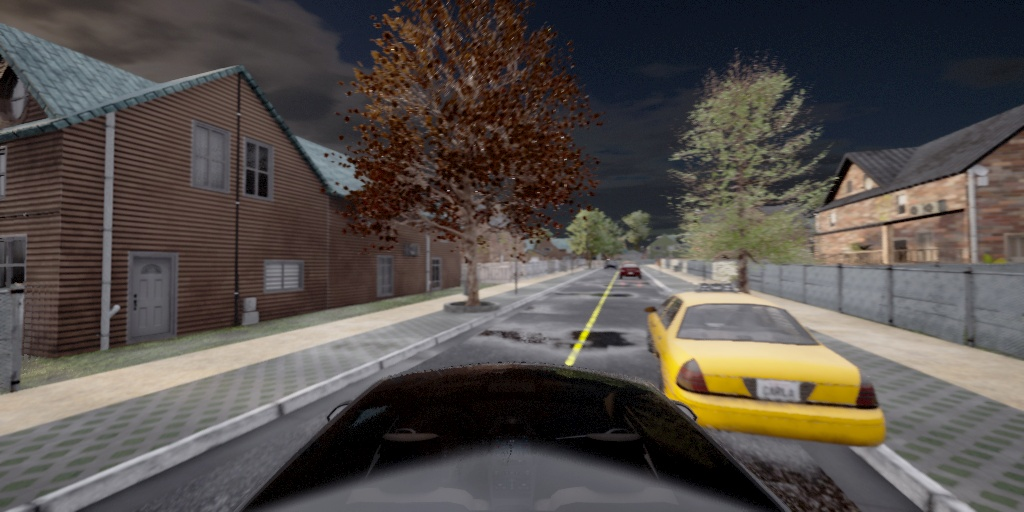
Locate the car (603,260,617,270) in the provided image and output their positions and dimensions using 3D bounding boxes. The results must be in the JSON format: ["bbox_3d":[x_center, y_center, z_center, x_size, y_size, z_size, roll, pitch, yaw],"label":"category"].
[{"bbox_3d":[16.501,1.386,60.129,2.097,1.767,4.553,-1,0,18],"label":"car"}]

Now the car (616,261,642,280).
[{"bbox_3d":[11.060,1.346,33.544,1.882,1.535,5.008,-1,-1,18],"label":"car"}]

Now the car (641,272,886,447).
[{"bbox_3d":[3.173,1.196,5.685,1.801,1.575,5.366,-1,0,18],"label":"car"}]
